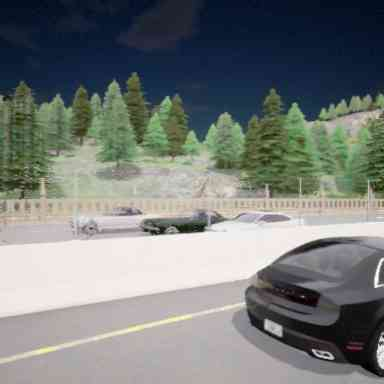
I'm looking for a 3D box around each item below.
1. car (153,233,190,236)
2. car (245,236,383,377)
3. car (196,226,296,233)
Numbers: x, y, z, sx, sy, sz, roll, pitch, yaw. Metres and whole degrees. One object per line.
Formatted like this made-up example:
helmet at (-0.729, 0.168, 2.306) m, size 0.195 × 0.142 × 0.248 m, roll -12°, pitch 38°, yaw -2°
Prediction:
car at (0.014, 1.510, 16.132) m, size 4.718 × 1.301 × 1.895 m, roll 0°, pitch 0°, yaw -29°
car at (3.113, 1.503, 5.523) m, size 4.892 × 1.490 × 1.837 m, roll 0°, pitch 0°, yaw -31°
car at (2.661, 1.476, 13.572) m, size 4.674 × 1.442 × 1.812 m, roll 0°, pitch 0°, yaw -29°
